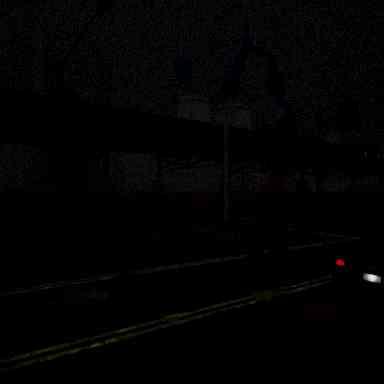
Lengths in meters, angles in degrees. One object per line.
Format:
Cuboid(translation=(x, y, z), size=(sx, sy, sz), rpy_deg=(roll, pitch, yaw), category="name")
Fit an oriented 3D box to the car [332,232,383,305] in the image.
Cuboid(translation=(4.967, 1.563, 7.317), size=(4.181, 1.385, 1.994), rpy_deg=(0, 0, -35), category="car")
